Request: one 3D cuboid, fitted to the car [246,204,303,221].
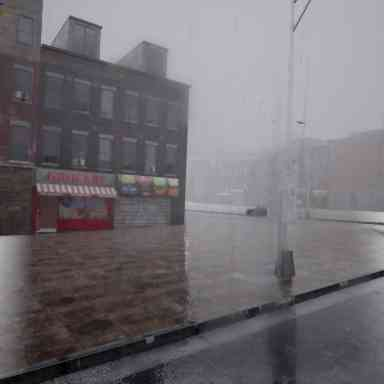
[{"bbox_3d":[6.771,1.675,27.632,1.895,1.301,4.718,3,-2,-35],"label":"car"}]
